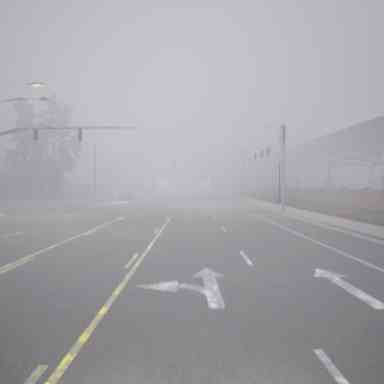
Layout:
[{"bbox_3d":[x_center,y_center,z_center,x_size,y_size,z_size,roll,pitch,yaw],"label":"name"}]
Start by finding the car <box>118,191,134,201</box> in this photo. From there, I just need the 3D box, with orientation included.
[{"bbox_3d":[-10.543,0.620,53.501,2.128,1.511,4.902,0,2,2],"label":"car"}]

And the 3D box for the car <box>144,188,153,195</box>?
[{"bbox_3d":[-10.528,-0.153,80.542,1.837,1.490,4.892,0,1,0],"label":"car"}]
